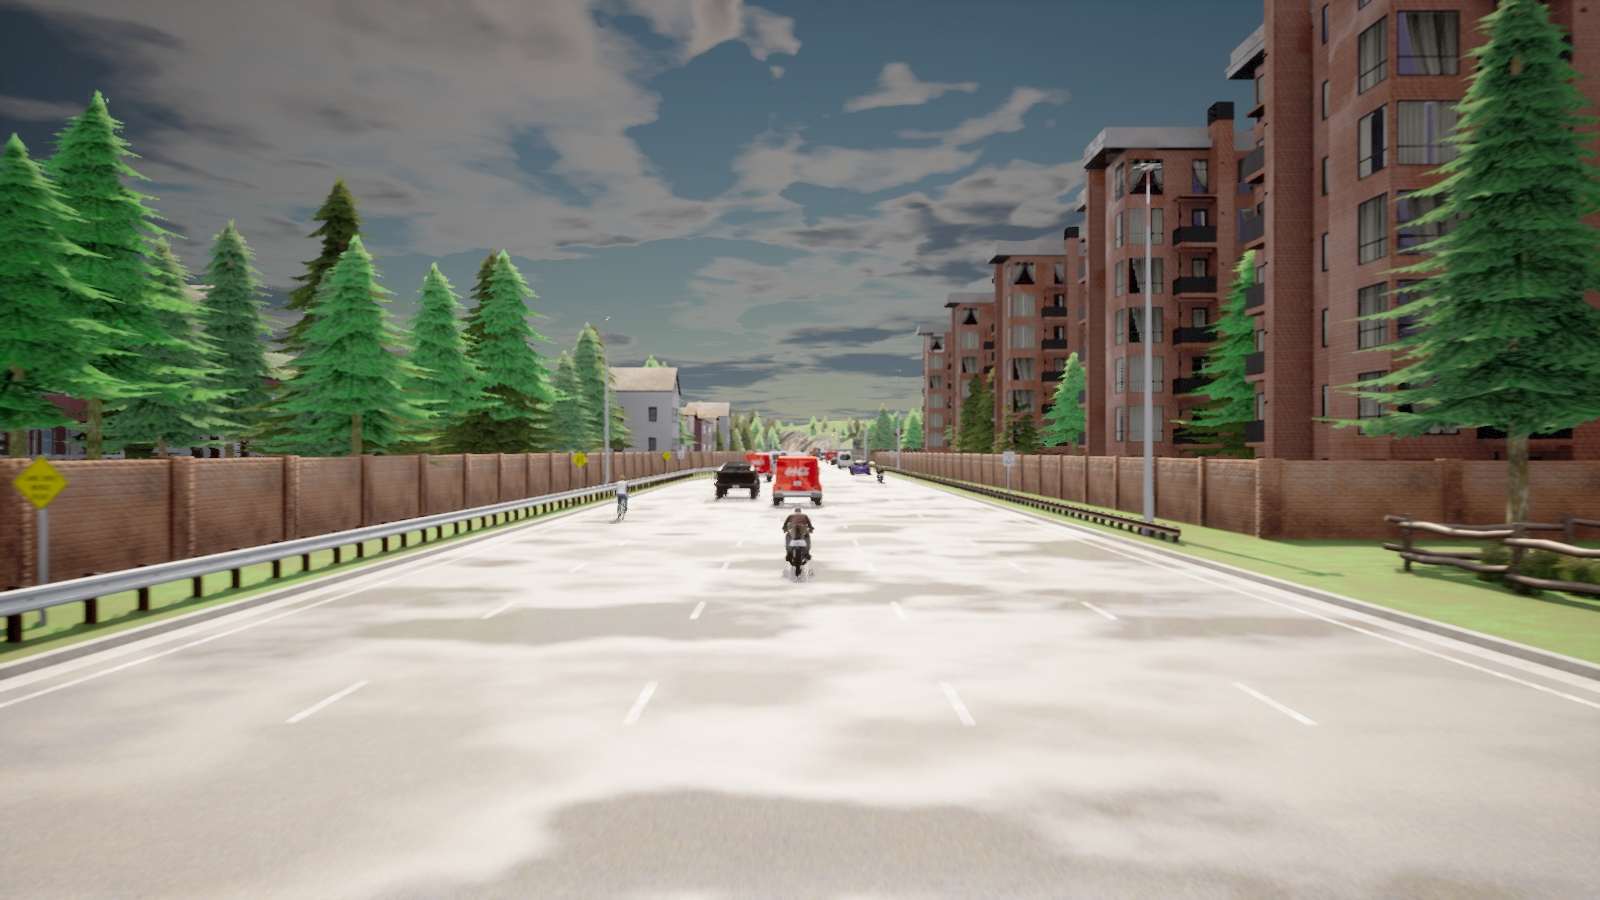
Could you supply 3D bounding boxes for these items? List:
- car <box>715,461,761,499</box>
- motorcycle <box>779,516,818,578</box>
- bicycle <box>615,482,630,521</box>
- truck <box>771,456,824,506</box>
[{"bbox_3d":[-3.648,1.758,68.039,2.390,2.098,6.274,0,0,0],"label":"car"},{"bbox_3d":[-0.045,2.207,26.475,0.867,1.251,2.209,0,0,0],"label":"motorcycle"},{"bbox_3d":[-7.097,2.059,45.778,0.373,1.496,1.643,0,0,0],"label":"bicycle"},{"bbox_3d":[-0.128,1.572,59.979,2.627,2.467,5.204,0,0,0],"label":"truck"}]
